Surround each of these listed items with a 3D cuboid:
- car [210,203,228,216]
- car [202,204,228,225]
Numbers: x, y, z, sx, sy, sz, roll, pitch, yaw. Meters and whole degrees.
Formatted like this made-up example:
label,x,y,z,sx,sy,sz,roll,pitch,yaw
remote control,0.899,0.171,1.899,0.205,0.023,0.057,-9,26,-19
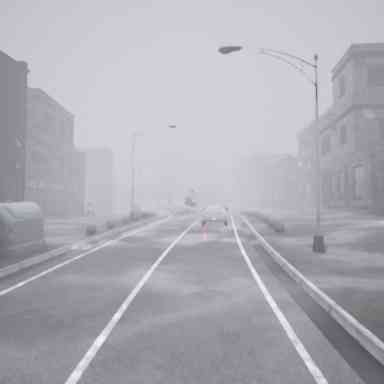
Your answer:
label,x,y,z,sx,sy,sz,roll,pitch,yaw
car,3.502,2.281,43.263,2.163,1.488,4.792,0,-3,5
car,1.812,1.713,25.974,1.812,1.442,4.674,0,-1,6
